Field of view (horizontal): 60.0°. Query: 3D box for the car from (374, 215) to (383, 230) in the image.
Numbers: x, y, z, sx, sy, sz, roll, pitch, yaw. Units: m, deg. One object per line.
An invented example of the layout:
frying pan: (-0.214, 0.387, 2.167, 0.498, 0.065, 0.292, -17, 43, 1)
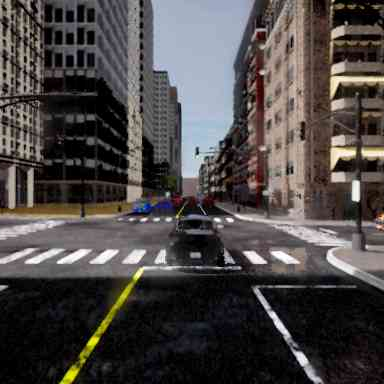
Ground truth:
car: (14.768, 1.798, 22.284, 4.553, 1.767, 2.097, 1, 0, 0)

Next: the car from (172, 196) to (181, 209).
car: (-3.087, 1.787, 49.744, 1.882, 1.535, 5.008, 0, 0, 0)

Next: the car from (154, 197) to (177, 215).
car: (-3.099, 1.707, 37.399, 1.882, 1.535, 5.008, 0, 0, 0)

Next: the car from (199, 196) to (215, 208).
car: (2.674, 1.657, 54.774, 2.192, 1.841, 5.009, 0, 0, 0)

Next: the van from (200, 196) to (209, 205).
van: (2.670, 1.793, 71.426, 1.690, 1.788, 3.998, 0, 0, 0)

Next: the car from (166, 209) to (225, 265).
car: (0.105, 1.587, 11.952, 1.837, 1.490, 4.892, 1, 0, 0)

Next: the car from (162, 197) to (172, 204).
car: (-5.712, 1.929, 76.972, 1.967, 1.590, 4.097, 0, 0, 0)

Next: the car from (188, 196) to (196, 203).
car: (-0.019, 1.822, 77.620, 1.882, 1.535, 5.008, 0, 0, 0)

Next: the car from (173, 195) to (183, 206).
car: (-3.027, 1.633, 65.547, 2.150, 2.045, 5.566, 0, 0, 0)

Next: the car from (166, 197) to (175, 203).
car: (-5.715, 2.116, 88.074, 2.008, 1.369, 4.403, 0, 0, 0)

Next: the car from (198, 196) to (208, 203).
car: (2.667, 1.843, 82.527, 2.192, 1.841, 5.009, 0, 0, 0)

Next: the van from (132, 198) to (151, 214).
van: (-5.702, 1.575, 38.118, 1.690, 1.788, 3.998, 0, 0, 0)

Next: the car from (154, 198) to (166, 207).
car: (-5.707, 1.903, 60.150, 1.752, 1.417, 4.829, 0, 0, 0)

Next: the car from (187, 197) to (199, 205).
car: (-0.014, 1.987, 67.613, 1.994, 1.385, 4.181, 0, 0, 0)

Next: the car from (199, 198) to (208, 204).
car: (2.669, 2.040, 76.975, 2.008, 1.369, 4.403, 0, 0, 0)
